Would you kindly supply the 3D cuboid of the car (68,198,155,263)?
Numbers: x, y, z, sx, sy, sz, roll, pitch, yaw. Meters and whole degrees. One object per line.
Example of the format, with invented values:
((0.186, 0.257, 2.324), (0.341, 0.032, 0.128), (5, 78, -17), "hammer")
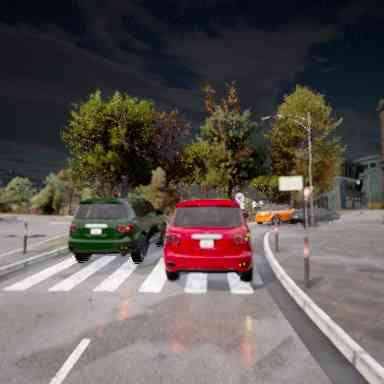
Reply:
((-2.416, 1.232, 12.164), (2.150, 2.045, 5.566), (-1, 0, 7), "car")

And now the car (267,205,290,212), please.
((19.378, 3.815, 74.953), (4.674, 1.442, 1.812), (-3, -5, 37), "car")

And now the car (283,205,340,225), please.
((9.707, 1.822, 26.347), (4.181, 1.385, 1.994), (0, -4, -28), "car")

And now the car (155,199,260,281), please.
((0.571, 1.207, 9.979), (2.150, 2.045, 5.566), (0, 0, 5), "car")

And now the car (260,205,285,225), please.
((7.768, 1.871, 28.861), (4.553, 1.767, 2.097), (-1, -4, -31), "car")
